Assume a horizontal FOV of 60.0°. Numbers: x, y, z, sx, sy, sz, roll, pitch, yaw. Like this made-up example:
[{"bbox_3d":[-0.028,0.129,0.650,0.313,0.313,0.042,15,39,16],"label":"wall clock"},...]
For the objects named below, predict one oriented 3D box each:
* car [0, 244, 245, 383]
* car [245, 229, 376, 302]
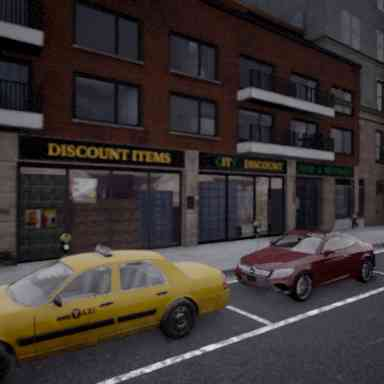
[{"bbox_3d":[-1.600,1.533,5.047,4.829,1.417,1.752,0,0,-36],"label":"car"},{"bbox_3d":[2.978,1.619,8.312,4.206,1.307,1.802,0,0,-36],"label":"car"}]
